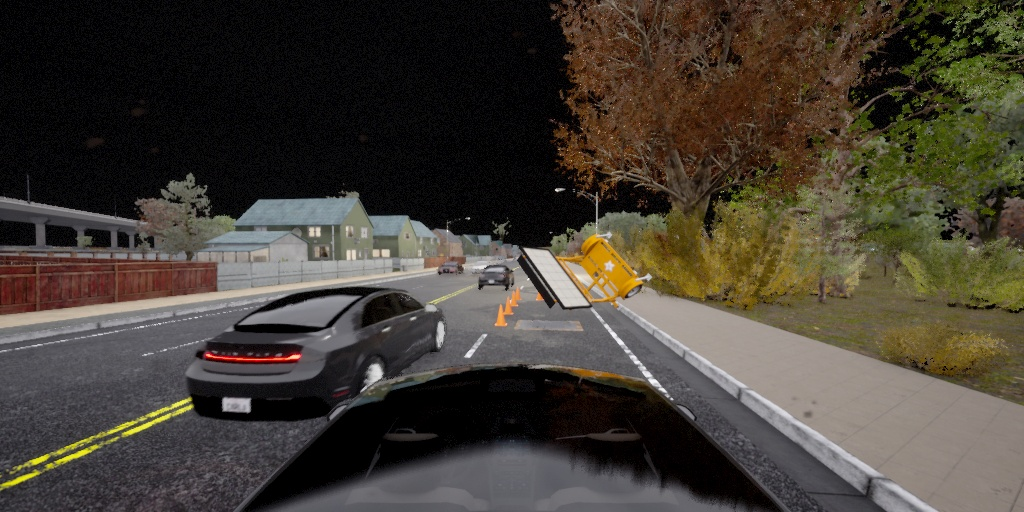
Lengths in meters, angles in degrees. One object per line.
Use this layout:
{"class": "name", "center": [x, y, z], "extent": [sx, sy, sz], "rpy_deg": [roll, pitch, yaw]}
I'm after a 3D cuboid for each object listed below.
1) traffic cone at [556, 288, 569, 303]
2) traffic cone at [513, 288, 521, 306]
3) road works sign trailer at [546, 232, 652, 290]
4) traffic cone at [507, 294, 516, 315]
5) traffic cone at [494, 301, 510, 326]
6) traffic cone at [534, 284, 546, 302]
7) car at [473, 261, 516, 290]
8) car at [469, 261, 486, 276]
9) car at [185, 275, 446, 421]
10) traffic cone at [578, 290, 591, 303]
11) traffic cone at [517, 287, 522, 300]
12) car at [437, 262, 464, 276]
{"class": "traffic cone", "center": [2.254, 1.699, 16.149], "extent": [0.340, 0.580, 0.340], "rpy_deg": [0, 0, 6]}
{"class": "traffic cone", "center": [0.070, 1.701, 14.351], "extent": [0.340, 0.580, 0.340], "rpy_deg": [0, 0, 6]}
{"class": "road works sign trailer", "center": [3.149, -0.836, 12.522], "extent": [2.880, 3.560, 2.380], "rpy_deg": [0, 0, -40]}
{"class": "traffic cone", "center": [-0.124, 1.701, 12.361], "extent": [0.340, 0.580, 0.340], "rpy_deg": [0, 0, 6]}
{"class": "traffic cone", "center": [-0.318, 1.702, 10.370], "extent": [0.340, 0.580, 0.340], "rpy_deg": [0, 0, 6]}
{"class": "traffic cone", "center": [1.259, 1.699, 16.245], "extent": [0.340, 0.580, 0.340], "rpy_deg": [0, 0, 6]}
{"class": "car", "center": [-0.925, 1.266, 22.386], "extent": [1.812, 1.442, 4.674], "rpy_deg": [0, 0, 6]}
{"class": "car", "center": [-2.997, 1.252, 36.685], "extent": [1.812, 1.442, 4.674], "rpy_deg": [0, 0, 6]}
{"class": "car", "center": [-2.522, 1.253, 6.000], "extent": [1.837, 1.490, 4.892], "rpy_deg": [0, 0, 6]}
{"class": "traffic cone", "center": [3.249, 1.699, 16.051], "extent": [0.340, 0.580, 0.340], "rpy_deg": [0, 0, 6]}
{"class": "traffic cone", "center": [0.264, 1.700, 16.342], "extent": [0.340, 0.580, 0.340], "rpy_deg": [0, 0, 6]}
{"class": "car", "center": [-6.236, 1.291, 36.955], "extent": [1.994, 1.385, 4.181], "rpy_deg": [0, 0, 6]}
